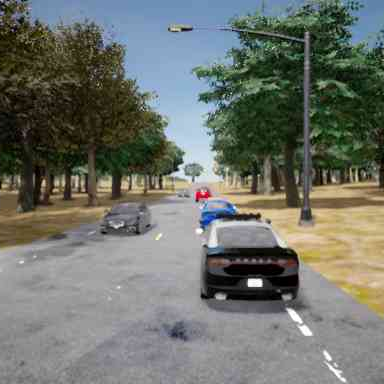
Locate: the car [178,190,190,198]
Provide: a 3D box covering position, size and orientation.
[{"bbox_3d":[-1.385,0.293,59.178,2.033,1.411,5.357,0,2,3],"label":"car"}]

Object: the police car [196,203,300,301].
[{"bbox_3d":[1.129,1.317,8.298,1.930,1.638,5.238,0,1,1],"label":"police car"}]

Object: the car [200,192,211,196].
[{"bbox_3d":[1.672,1.047,24.293,1.801,1.575,5.366,0,1,3],"label":"car"}]

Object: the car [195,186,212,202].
[{"bbox_3d":[1.624,0.298,46.155,2.150,2.045,5.566,0,1,3],"label":"car"}]

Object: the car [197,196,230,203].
[{"bbox_3d":[1.408,1.201,18.126,1.882,1.535,5.008,0,1,2],"label":"car"}]

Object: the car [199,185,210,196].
[{"bbox_3d":[2.500,-0.275,67.345,2.150,2.045,5.566,0,2,3],"label":"car"}]

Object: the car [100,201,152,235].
[{"bbox_3d":[-3.259,1.251,17.125,1.837,1.490,4.892,0,1,2],"label":"car"}]
